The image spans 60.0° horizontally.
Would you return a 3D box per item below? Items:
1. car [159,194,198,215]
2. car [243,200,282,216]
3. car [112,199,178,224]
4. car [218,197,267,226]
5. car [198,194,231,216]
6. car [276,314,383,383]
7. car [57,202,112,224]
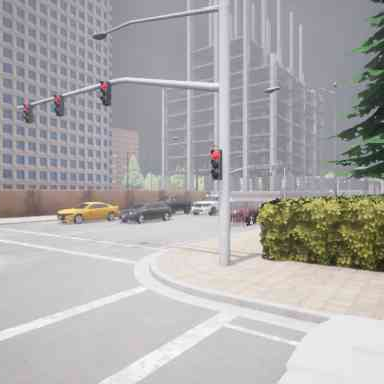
[{"bbox_3d":[-2.158,1.277,33.800,2.150,2.045,5.566,0,0,35],"label":"car"},{"bbox_3d":[7.442,1.603,34.880,2.033,1.411,5.357,0,0,35],"label":"car"},{"bbox_3d":[-3.541,1.560,25.838,1.837,1.490,4.892,0,0,36],"label":"car"},{"bbox_3d":[4.134,1.408,24.205,2.097,1.767,4.553,0,0,35],"label":"car"},{"bbox_3d":[2.186,1.277,33.848,2.150,2.045,5.566,0,0,36],"label":"car"},{"bbox_3d":[2.878,1.601,1.914,4.718,1.301,1.895,0,0,36],"label":"car"},{"bbox_3d":[-7.930,1.533,25.712,1.882,1.535,5.008,0,0,35],"label":"car"}]
